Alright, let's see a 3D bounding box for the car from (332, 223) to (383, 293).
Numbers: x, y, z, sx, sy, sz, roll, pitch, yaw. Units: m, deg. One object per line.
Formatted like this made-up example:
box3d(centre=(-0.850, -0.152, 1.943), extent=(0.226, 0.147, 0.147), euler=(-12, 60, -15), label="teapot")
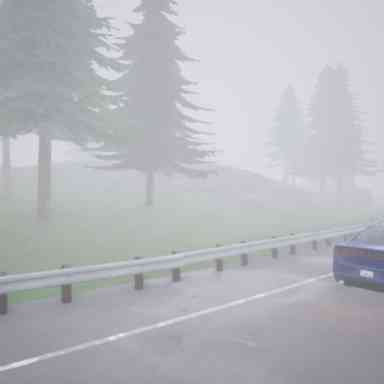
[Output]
box3d(centre=(5.394, 1.486, 8.257), extent=(5.008, 1.535, 1.882), euler=(0, 0, -40), label="car")
